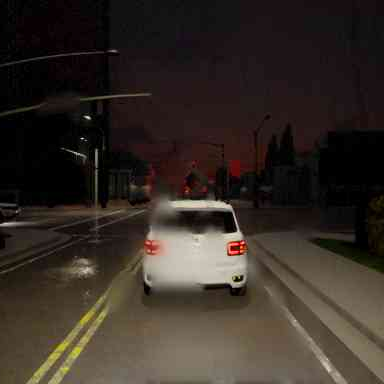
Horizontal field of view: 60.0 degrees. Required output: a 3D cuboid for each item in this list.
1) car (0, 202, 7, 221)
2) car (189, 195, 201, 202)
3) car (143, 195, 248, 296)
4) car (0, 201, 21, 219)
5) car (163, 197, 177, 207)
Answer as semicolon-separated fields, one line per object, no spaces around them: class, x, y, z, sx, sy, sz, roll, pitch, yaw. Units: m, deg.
car;-16.215;1.667;24.044;4.181;1.385;1.994;-1;0;0
car;0.852;1.465;78.667;1.882;1.535;5.008;0;0;12
car;0.081;1.221;8.796;2.150;2.045;5.566;0;0;0
car;-17.293;1.339;27.540;5.566;2.045;2.150;-1;0;0
car;-3.521;1.564;52.941;1.994;1.385;4.181;0;0;0
